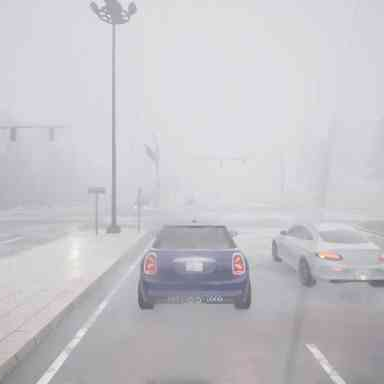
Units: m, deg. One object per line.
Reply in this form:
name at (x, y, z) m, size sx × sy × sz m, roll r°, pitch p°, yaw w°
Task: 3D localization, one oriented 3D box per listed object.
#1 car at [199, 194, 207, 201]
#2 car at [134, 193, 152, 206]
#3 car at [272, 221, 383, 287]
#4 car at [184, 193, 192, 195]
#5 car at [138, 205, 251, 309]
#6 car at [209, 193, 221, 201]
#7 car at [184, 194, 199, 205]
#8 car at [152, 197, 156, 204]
car at (2.723, 1.513, 85.405) m, size 1.812 × 1.442 × 4.674 m, roll 0°, pitch 0°, yaw -1°
car at (-8.343, 1.352, 55.668) m, size 2.097 × 1.767 × 4.553 m, roll 0°, pitch 0°, yaw -1°
car at (3.561, 1.526, 9.222) m, size 1.812 × 1.442 × 4.674 m, roll 0°, pitch 0°, yaw 0°
car at (-0.777, 1.489, 85.342) m, size 1.837 × 1.490 × 4.892 m, roll 0°, pitch 0°, yaw -1°
car at (0.058, 1.352, 8.018) m, size 2.097 × 1.767 × 4.553 m, roll 0°, pitch 0°, yaw 0°
car at (6.228, 1.215, 85.139) m, size 2.150 × 2.045 × 5.566 m, roll 0°, pitch 0°, yaw -1°
car at (-0.244, 1.526, 54.838) m, size 1.812 × 1.442 × 4.674 m, roll 0°, pitch 0°, yaw -1°
car at (-8.464, 1.564, 65.614) m, size 1.994 × 1.385 × 4.181 m, roll 0°, pitch 0°, yaw 0°
